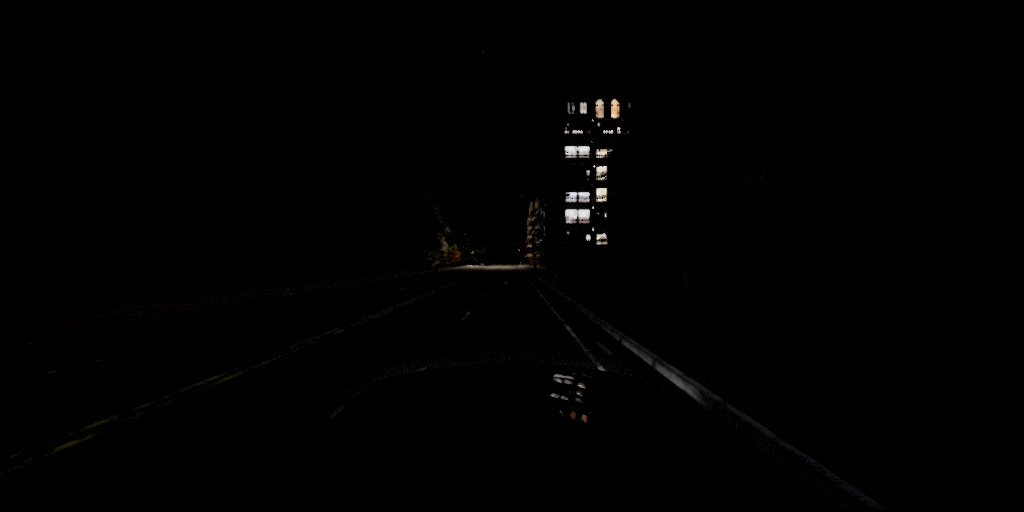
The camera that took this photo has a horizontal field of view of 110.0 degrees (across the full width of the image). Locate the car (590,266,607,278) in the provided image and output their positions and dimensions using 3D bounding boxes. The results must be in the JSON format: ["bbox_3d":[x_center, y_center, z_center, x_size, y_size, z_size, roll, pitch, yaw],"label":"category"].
[{"bbox_3d":[12.225,1.958,44.900,4.892,1.490,1.837,1,-1,0],"label":"car"}]
